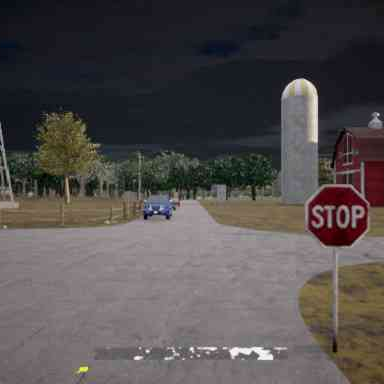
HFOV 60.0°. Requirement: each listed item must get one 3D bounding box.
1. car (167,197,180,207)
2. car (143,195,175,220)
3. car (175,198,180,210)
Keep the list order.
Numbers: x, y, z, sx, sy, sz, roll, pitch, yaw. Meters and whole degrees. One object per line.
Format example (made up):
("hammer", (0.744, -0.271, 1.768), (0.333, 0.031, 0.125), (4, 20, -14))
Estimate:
("car", (-2.970, 1.663, 55.546), (1.882, 1.535, 5.008), (0, 0, 0))
("car", (-2.919, 1.268, 29.337), (2.150, 2.045, 5.566), (0, 0, 0))
("car", (-2.956, 1.649, 42.812), (2.033, 1.411, 5.357), (0, 0, 0))
